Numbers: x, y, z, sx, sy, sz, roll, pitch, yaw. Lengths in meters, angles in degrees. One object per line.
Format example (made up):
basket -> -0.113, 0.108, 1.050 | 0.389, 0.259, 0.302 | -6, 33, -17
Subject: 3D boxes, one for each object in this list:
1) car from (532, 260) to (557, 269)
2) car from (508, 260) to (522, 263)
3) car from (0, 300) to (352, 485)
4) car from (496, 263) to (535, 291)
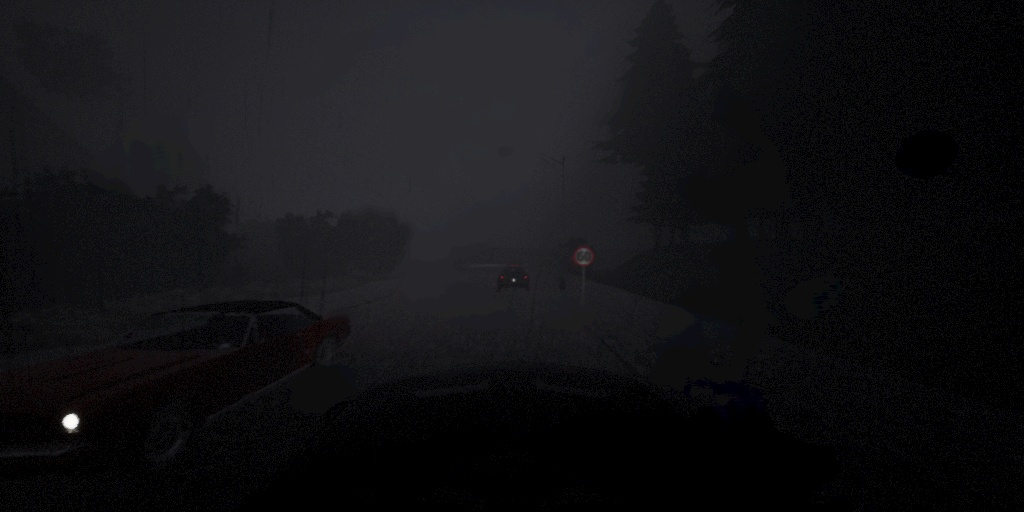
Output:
car -> 4.634, 1.290, 53.449 | 4.181, 1.385, 1.994 | 0, 0, -14
car -> 0.397, 1.226, 43.082 | 1.837, 1.490, 4.892 | 0, 0, 4
car -> -4.101, 1.349, 4.886 | 1.895, 1.301, 4.718 | 0, 0, 0
car -> 0.099, 1.299, 21.652 | 1.994, 1.385, 4.181 | 0, 0, 0
